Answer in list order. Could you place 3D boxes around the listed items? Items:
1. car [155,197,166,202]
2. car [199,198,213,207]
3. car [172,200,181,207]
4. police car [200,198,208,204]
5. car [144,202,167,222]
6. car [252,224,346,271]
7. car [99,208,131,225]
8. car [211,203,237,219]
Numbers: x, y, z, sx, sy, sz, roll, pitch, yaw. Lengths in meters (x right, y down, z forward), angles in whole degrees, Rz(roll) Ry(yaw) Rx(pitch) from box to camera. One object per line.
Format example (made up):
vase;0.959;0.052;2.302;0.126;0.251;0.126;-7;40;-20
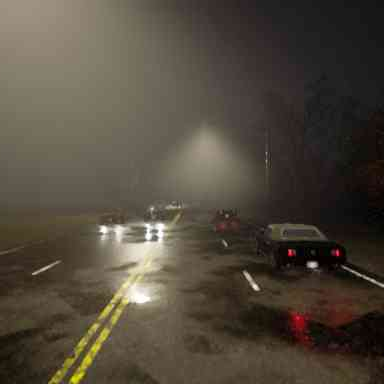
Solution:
car;-6.563;2.154;70.102;2.150;2.045;5.566;-1;-1;0
car;3.187;2.137;68.667;2.097;1.767;4.553;-1;-1;0
car;-3.311;2.447;72.703;2.033;1.411;5.357;-1;-1;0
police car;3.174;2.400;90.795;1.930;1.638;5.238;-1;0;0
car;-3.376;1.992;31.426;2.128;1.511;4.902;-1;-1;0
car;3.359;1.759;11.484;1.895;1.301;4.718;0;-1;0
car;-6.623;2.077;28.943;1.994;1.385;4.181;-1;-1;0
car;3.349;2.017;33.972;1.895;1.301;4.718;-1;-1;0
